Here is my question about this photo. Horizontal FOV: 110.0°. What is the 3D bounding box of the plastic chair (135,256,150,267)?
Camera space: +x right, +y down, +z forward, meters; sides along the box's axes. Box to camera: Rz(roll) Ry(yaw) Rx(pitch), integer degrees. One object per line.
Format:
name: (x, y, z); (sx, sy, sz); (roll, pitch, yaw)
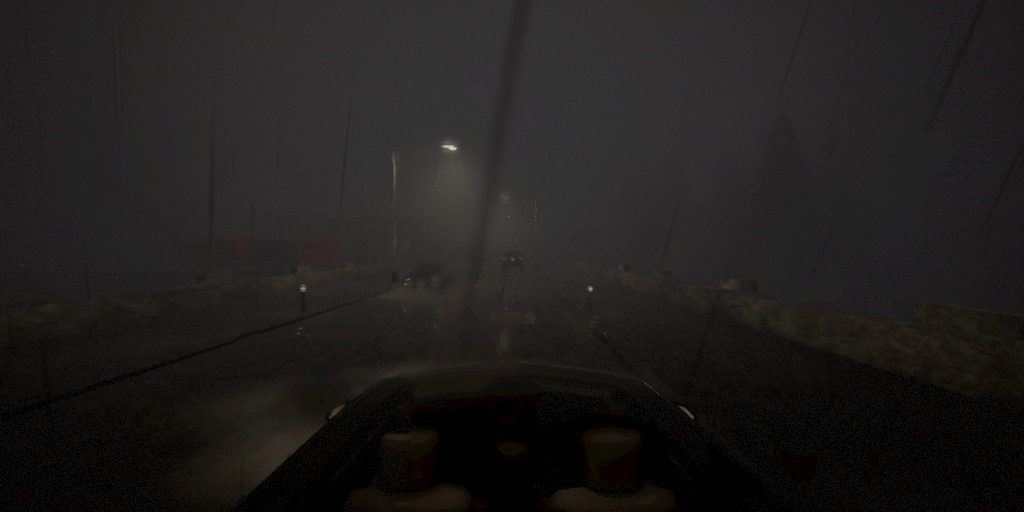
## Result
plastic chair: (-42.514, 0.657, 41.048); (0.750, 1.272, 0.730); (0, 0, 0)

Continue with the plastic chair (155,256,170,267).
plastic chair: (-41.213, 0.637, 42.447); (0.730, 1.272, 0.750); (0, 0, 0)

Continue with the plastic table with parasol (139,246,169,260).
plastic table with parasol: (-42.413, 0.030, 42.547); (2.482, 2.480, 2.482); (0, 0, 0)

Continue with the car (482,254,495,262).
car: (-4.037, 0.391, 62.171); (1.994, 1.385, 4.181); (0, 1, 1)

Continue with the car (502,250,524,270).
car: (0.091, 0.419, 37.992); (2.150, 2.045, 5.566); (0, 1, 0)

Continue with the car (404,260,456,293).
car: (-4.099, 0.998, 18.576); (1.837, 1.490, 4.892); (0, 0, 0)
